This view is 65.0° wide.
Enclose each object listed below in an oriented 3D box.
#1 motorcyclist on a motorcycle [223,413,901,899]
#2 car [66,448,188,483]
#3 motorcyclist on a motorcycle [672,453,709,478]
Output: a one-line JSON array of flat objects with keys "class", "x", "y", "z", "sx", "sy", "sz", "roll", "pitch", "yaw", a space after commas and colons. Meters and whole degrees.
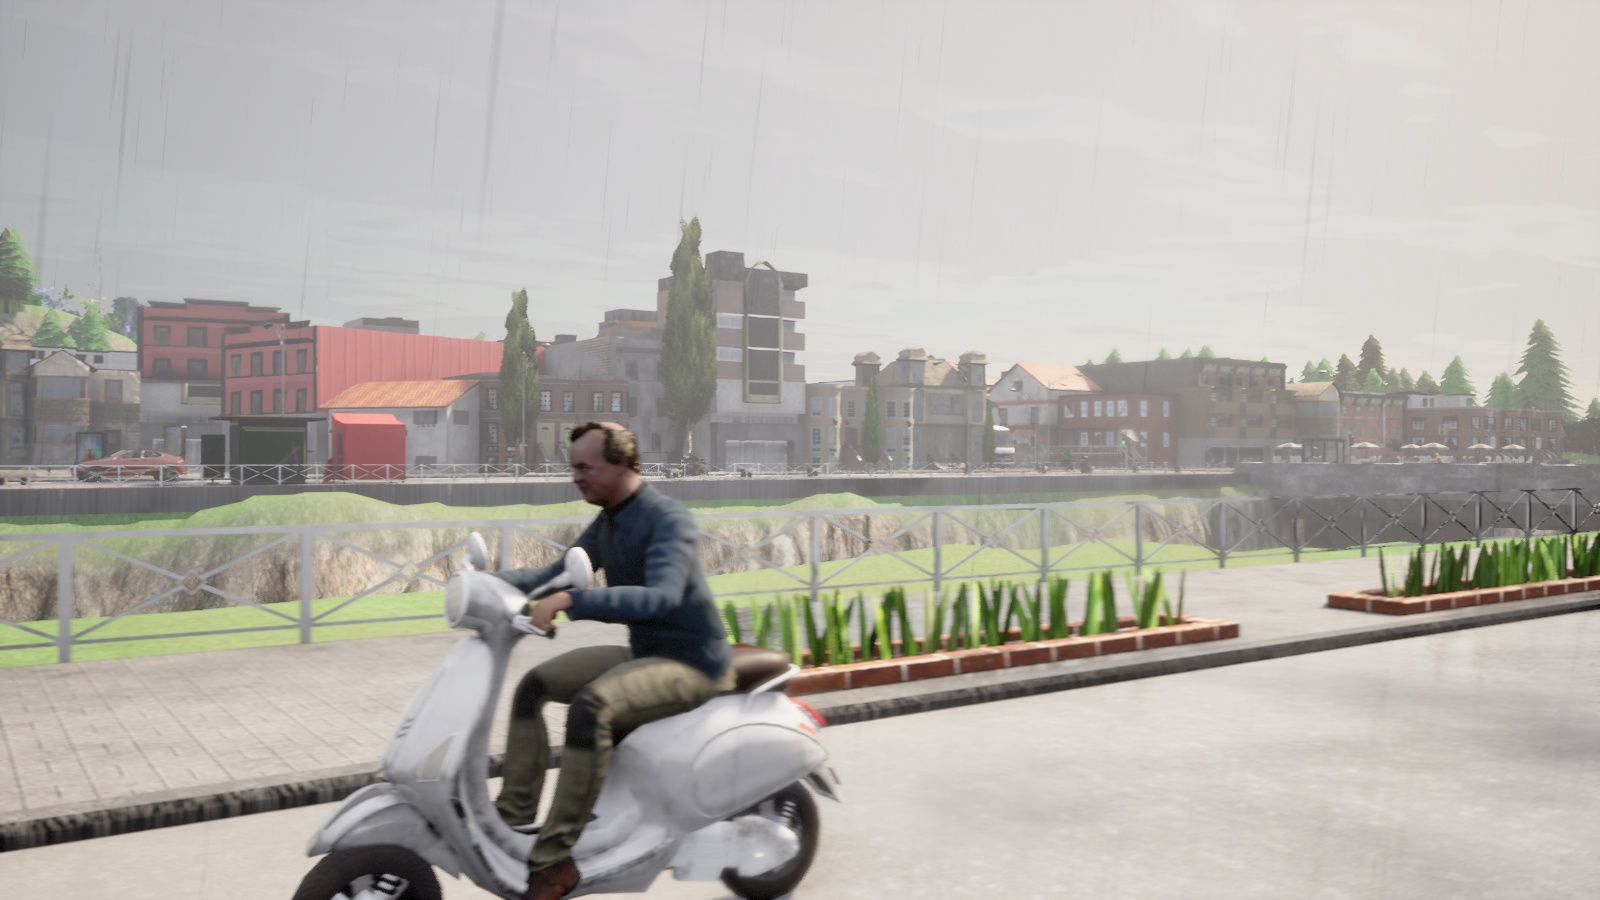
[{"class": "motorcyclist on a motorcycle", "x": -0.675, "y": 0.709, "z": 3.798, "sx": 1.817, "sy": 1.590, "sz": 0.866, "roll": 0, "pitch": 0, "yaw": -35}, {"class": "car", "x": -32.883, "y": 0.744, "z": 61.430, "sx": 5.027, "sy": 1.651, "sz": 2.152, "roll": 0, "pitch": 0, "yaw": -35}, {"class": "motorcyclist on a motorcycle", "x": -6.899, "y": 0.989, "z": 79.525, "sx": 2.191, "sy": 1.530, "sz": 0.866, "roll": 0, "pitch": 0, "yaw": -35}]
